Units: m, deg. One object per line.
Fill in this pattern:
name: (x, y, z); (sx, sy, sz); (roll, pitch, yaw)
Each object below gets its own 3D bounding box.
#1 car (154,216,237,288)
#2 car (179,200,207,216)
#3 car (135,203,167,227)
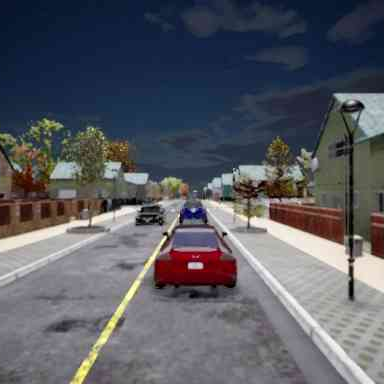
car: (0.087, 1.589, 9.297); (1.994, 1.385, 4.181); (0, 0, 0)
car: (0.105, 1.440, 26.710); (2.097, 1.767, 4.553); (0, 0, 0)
car: (-2.826, 1.579, 23.499); (1.837, 1.490, 4.892); (0, 0, 0)
